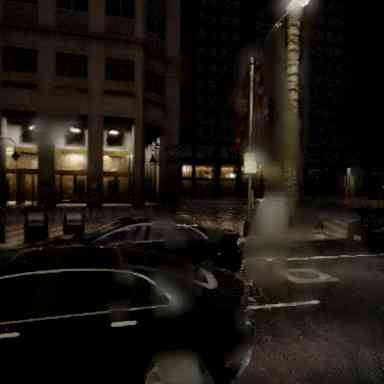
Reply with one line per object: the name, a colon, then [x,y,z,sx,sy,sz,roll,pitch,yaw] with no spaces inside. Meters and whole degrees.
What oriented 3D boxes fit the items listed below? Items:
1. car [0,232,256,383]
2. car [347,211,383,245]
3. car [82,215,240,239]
car: [-1.737,1.386,3.623,4.892,1.490,1.837,1,1,-15]
car: [8.534,1.345,13.129,4.786,1.482,2.161,1,1,-15]
car: [-1.259,1.295,7.373,4.902,1.511,2.128,1,1,-15]
